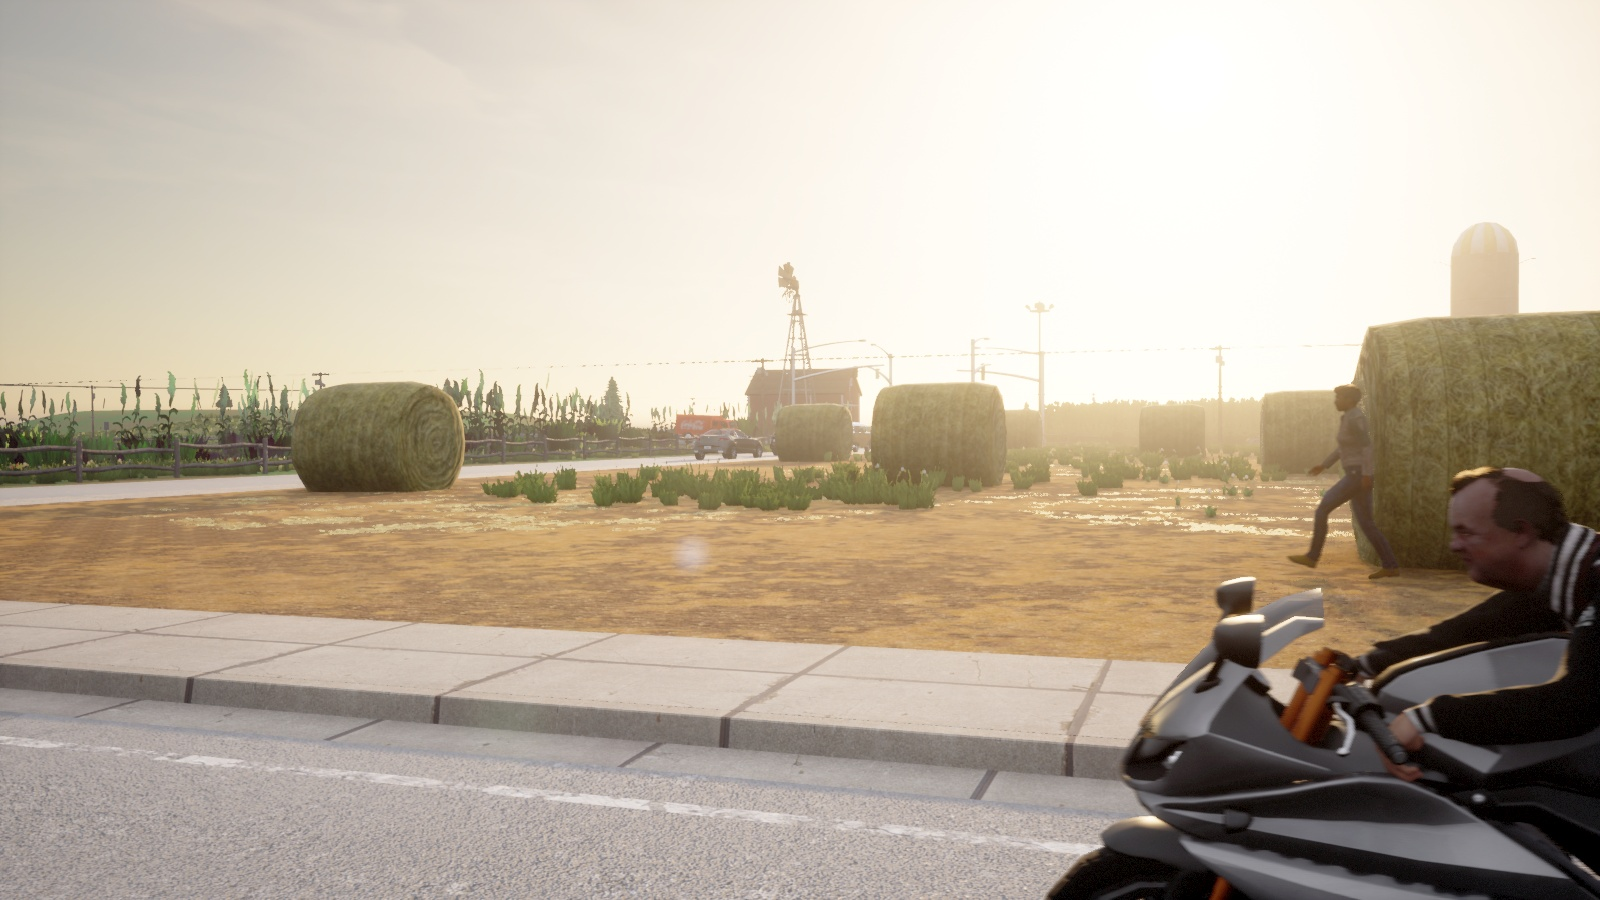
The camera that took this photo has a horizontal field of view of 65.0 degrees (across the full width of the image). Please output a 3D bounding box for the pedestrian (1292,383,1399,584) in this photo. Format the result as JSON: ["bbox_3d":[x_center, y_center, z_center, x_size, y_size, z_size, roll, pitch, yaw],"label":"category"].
[{"bbox_3d":[5.038,0.295,11.599,0.869,1.805,0.328,1,1,27],"label":"pedestrian"}]

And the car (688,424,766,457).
[{"bbox_3d":[-3.765,-0.500,65.967,2.152,1.651,5.027,1,1,21],"label":"car"}]

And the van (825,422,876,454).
[{"bbox_3d":[3.459,-0.823,84.409,2.069,2.038,4.480,1,1,21],"label":"van"}]

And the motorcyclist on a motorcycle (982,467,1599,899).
[{"bbox_3d":[1.555,0.825,2.670,2.191,1.530,0.866,0,1,19],"label":"motorcyclist on a motorcycle"}]
